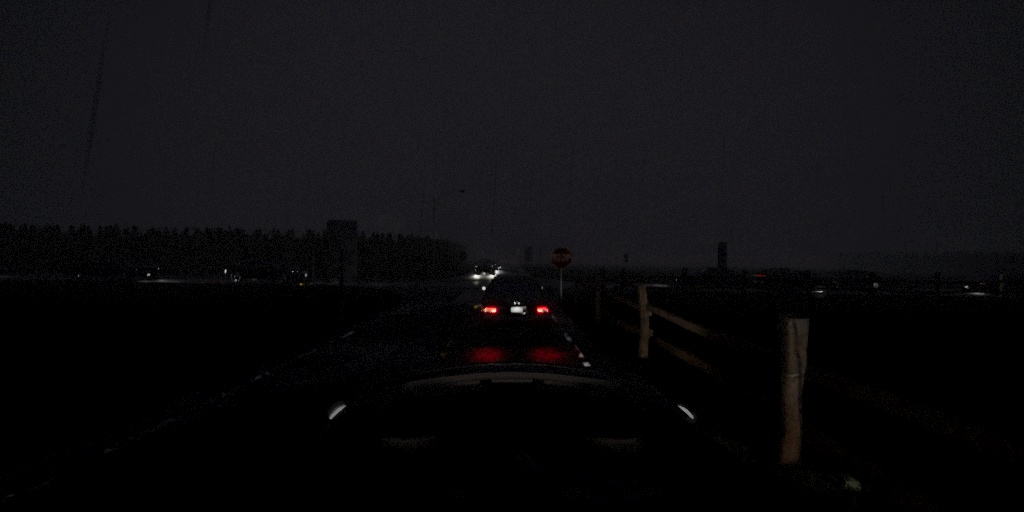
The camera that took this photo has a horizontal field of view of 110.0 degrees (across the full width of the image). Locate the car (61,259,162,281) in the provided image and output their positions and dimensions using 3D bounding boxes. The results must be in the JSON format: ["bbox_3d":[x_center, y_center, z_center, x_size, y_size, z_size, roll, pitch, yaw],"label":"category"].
[{"bbox_3d":[-25.611,0.865,23.111,4.718,1.301,1.895,1,0,0],"label":"car"}]

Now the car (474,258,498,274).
[{"bbox_3d":[-2.913,1.028,38.771,2.097,1.767,4.553,0,0,0],"label":"car"}]

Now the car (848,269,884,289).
[{"bbox_3d":[24.323,1.681,26.315,4.892,1.490,1.837,1,0,0],"label":"car"}]

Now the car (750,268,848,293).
[{"bbox_3d":[18.266,1.539,23.355,4.902,1.511,2.128,1,0,0],"label":"car"}]

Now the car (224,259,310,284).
[{"bbox_3d":[-15.702,0.932,23.124,4.902,1.511,2.128,1,0,1],"label":"car"}]

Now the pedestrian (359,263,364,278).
[{"bbox_3d":[-12.229,1.111,29.154,0.375,1.300,0.375,0,-1,0],"label":"pedestrian"}]

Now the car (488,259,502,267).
[{"bbox_3d":[-2.908,1.177,62.057,2.033,1.411,5.357,0,0,1],"label":"car"}]

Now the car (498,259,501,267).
[{"bbox_3d":[-2.934,1.255,50.122,1.895,1.301,4.718,0,0,0],"label":"car"}]

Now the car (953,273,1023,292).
[{"bbox_3d":[36.050,1.935,26.367,5.357,1.411,2.033,1,0,0],"label":"car"}]

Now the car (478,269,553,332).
[{"bbox_3d":[0.045,1.279,10.761,2.033,1.411,5.357,0,0,-1],"label":"car"}]

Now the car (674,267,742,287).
[{"bbox_3d":[14.378,1.523,26.261,4.674,1.442,1.812,1,0,0],"label":"car"}]
